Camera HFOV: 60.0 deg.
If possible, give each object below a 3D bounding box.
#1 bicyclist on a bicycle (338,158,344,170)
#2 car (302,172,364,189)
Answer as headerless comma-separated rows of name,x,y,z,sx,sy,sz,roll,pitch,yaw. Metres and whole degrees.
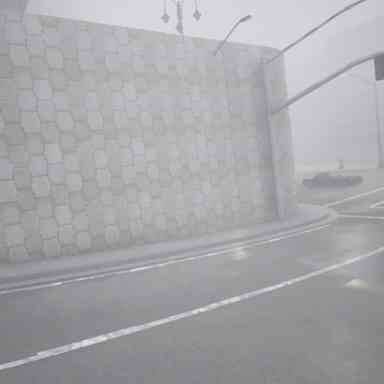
bicyclist on a bicycle,20.056,-3.814,44.855,1.656,1.620,0.582,-11,6,-35
car,11.894,-1.009,28.259,1.895,1.301,4.718,-11,6,-35
